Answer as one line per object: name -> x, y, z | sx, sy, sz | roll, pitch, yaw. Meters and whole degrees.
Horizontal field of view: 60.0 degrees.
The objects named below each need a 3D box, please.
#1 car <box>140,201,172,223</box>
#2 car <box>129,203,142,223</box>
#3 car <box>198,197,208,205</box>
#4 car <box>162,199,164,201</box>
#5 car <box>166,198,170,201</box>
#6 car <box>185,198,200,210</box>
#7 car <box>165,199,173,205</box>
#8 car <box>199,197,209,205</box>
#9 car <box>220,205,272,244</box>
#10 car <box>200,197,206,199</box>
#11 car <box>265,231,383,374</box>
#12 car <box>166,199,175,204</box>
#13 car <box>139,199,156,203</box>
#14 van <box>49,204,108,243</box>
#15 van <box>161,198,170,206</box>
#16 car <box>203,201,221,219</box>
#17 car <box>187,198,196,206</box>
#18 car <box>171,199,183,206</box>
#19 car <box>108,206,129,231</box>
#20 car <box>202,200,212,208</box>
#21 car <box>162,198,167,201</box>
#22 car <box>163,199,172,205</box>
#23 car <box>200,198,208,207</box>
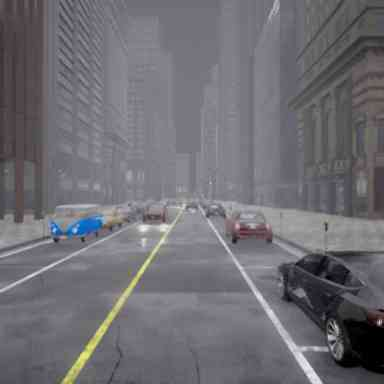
car -> -3.102, 1.794, 29.018 | 1.882, 1.535, 5.008 | 0, -1, 0
car -> -5.769, 1.859, 28.227 | 2.008, 1.369, 4.403 | 0, -1, 0
car -> 2.745, 2.268, 84.597 | 2.192, 1.841, 5.009 | 0, -1, 0
car -> -5.773, 2.126, 50.773 | 1.947, 1.339, 4.313 | 0, -1, 0
car -> -5.775, 2.239, 62.045 | 2.008, 1.369, 4.403 | 0, -1, 0
car -> -0.004, 2.089, 52.883 | 1.837, 1.490, 4.892 | 0, -1, 0
car -> -5.778, 2.535, 84.590 | 1.802, 1.307, 4.206 | 0, -1, 0
car -> 2.746, 2.201, 78.961 | 2.192, 1.841, 5.009 | 0, -1, 0
car -> 2.757, 1.624, 16.965 | 1.967, 1.590, 4.097 | 0, -1, 0
car -> 2.749, 2.193, 67.689 | 1.967, 1.590, 4.097 | 0, -1, 0
car -> 2.759, 1.629, 5.692 | 1.947, 1.339, 4.313 | 0, -1, 0
car -> -5.780, 2.588, 90.226 | 1.947, 1.339, 4.313 | 0, -1, 0
car -> -5.772, 1.874, 39.501 | 1.967, 1.590, 4.097 | 0, -1, 0
van -> -5.768, 1.525, 16.957 | 1.690, 1.788, 3.998 | 0, -1, 0
van -> -5.778, 2.160, 73.320 | 1.690, 1.788, 3.998 | 0, -1, 0
car -> 2.347, 1.896, 33.843 | 1.812, 1.442, 4.674 | 0, -1, 0
car -> -0.011, 2.125, 69.908 | 1.837, 1.490, 4.892 | 0, -1, 0
car -> -3.010, 2.228, 69.650 | 1.837, 1.490, 4.892 | 0, -1, 0
car -> -5.768, 1.769, 22.422 | 1.752, 1.417, 4.829 | 0, -1, 0
car -> 2.750, 2.270, 62.052 | 1.802, 1.307, 4.206 | 0, -1, 0
car -> -5.774, 2.190, 56.409 | 1.947, 1.339, 4.313 | 0, -1, 0
car -> -5.778, 2.409, 78.784 | 1.752, 1.417, 4.829 | 0, -1, 0
car -> 2.751, 2.206, 56.415 | 1.802, 1.307, 4.206 | 0, -1, 0
